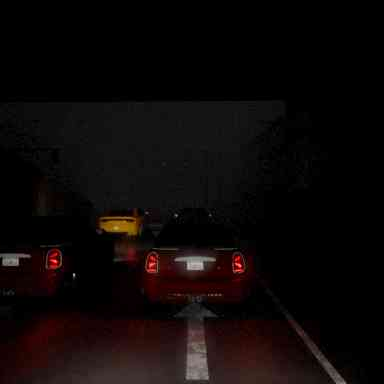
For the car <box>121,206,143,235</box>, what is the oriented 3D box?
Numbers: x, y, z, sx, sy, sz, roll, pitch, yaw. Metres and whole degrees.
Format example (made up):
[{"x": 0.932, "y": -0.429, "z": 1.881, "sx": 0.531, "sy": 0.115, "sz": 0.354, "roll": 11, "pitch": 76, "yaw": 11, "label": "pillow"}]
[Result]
[{"x": -3.431, "y": 1.478, "z": 17.529, "sx": 1.882, "sy": 1.535, "sz": 5.008, "roll": 0, "pitch": 0, "yaw": 0, "label": "car"}]

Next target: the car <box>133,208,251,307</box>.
[{"x": 0.067, "y": 1.352, "z": 8.113, "sx": 2.097, "sy": 1.767, "sz": 4.553, "roll": 0, "pitch": 0, "yaw": 0, "label": "car"}]

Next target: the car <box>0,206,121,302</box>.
[{"x": -3.428, "y": 1.352, "z": 8.440, "sx": 2.097, "sy": 1.767, "sz": 4.553, "roll": 0, "pitch": 0, "yaw": 0, "label": "car"}]

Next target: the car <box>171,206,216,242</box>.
[{"x": 0.070, "y": 1.547, "z": 17.639, "sx": 2.033, "sy": 1.411, "sz": 5.357, "roll": 0, "pitch": 0, "yaw": 0, "label": "car"}]
